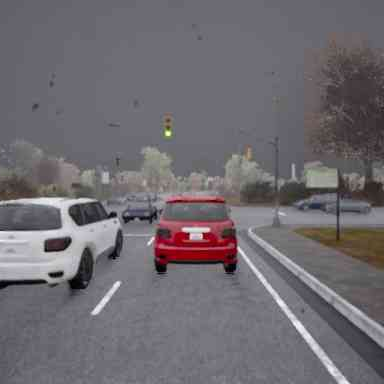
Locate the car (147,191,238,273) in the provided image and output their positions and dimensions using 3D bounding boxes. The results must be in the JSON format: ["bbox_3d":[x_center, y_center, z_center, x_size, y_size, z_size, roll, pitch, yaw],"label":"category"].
[{"bbox_3d":[0.098,1.116,10.462,2.150,2.045,5.566,0,0,0],"label":"car"}]

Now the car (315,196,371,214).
[{"bbox_3d":[13.774,1.271,29.956,4.181,1.385,1.994,0,1,3],"label":"car"}]

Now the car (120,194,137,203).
[{"bbox_3d":[-10.551,1.020,55.713,1.994,1.385,4.181,0,1,1],"label":"car"}]

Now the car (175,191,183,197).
[{"bbox_3d":[-3.464,0.508,88.833,1.812,1.442,4.674,0,1,1],"label":"car"}]

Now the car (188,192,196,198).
[{"bbox_3d":[-0.003,0.782,78.957,1.994,1.385,4.181,0,1,0],"label":"car"}]

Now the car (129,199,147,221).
[{"bbox_3d":[-3.401,1.378,22.790,1.895,1.301,4.718,0,1,0],"label":"car"}]

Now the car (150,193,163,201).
[{"bbox_3d":[-7.006,0.957,65.977,1.895,1.301,4.718,0,1,0],"label":"car"}]

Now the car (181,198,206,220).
[{"bbox_3d":[0.098,1.269,26.204,1.812,1.442,4.674,0,1,0],"label":"car"}]

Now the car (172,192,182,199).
[{"bbox_3d":[-3.504,0.752,78.427,2.128,1.511,4.902,0,1,0],"label":"car"}]

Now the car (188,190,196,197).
[{"bbox_3d":[0.037,0.489,88.811,2.097,1.767,4.553,0,1,1],"label":"car"}]

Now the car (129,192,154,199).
[{"bbox_3d":[-7.079,0.894,46.843,2.097,1.767,4.553,0,1,0],"label":"car"}]

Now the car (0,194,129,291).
[{"bbox_3d":[-3.401,1.136,8.933,2.150,2.045,5.566,0,1,0],"label":"car"}]

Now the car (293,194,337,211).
[{"bbox_3d":[12.628,1.024,33.524,4.553,1.767,2.097,0,1,3],"label":"car"}]

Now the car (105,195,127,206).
[{"bbox_3d":[-10.612,1.143,46.907,1.895,1.301,4.718,0,1,1],"label":"car"}]

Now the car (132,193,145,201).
[{"bbox_3d":[-10.506,0.922,65.783,1.994,1.385,4.181,0,1,0],"label":"car"}]
